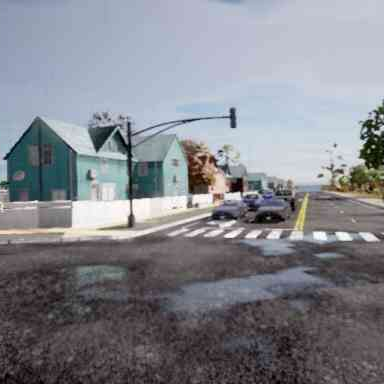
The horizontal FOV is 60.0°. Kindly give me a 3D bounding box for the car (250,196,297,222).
[{"bbox_3d":[5.899,1.234,23.583,2.033,1.411,5.357,-1,0,23],"label":"car"}]

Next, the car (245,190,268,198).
[{"bbox_3d":[6.228,0.953,34.389,2.097,1.767,4.553,-1,0,19],"label":"car"}]

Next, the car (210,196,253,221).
[{"bbox_3d":[2.928,1.290,24.998,2.033,1.411,5.357,-1,0,19],"label":"car"}]

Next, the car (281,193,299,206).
[{"bbox_3d":[12.810,0.939,43.275,2.033,1.411,5.357,-1,0,20],"label":"car"}]

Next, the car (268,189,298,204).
[{"bbox_3d":[9.273,0.762,33.263,2.150,2.045,5.566,-1,0,19],"label":"car"}]
